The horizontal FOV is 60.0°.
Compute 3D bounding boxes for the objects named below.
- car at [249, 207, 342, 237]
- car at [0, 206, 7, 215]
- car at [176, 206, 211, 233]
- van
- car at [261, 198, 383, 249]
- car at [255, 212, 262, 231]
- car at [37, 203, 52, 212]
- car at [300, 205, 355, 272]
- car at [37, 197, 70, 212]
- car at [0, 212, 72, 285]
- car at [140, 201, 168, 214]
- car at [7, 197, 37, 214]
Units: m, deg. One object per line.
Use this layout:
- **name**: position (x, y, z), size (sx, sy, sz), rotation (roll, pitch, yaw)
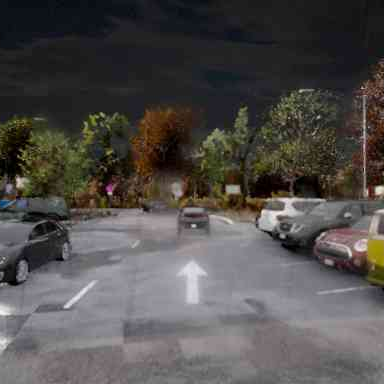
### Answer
- **car**: position (5.964, 1.631, 19.255), size (4.792, 1.488, 2.163), rotation (1, -1, -20)
- **car**: position (-10.981, 1.316, 13.445), size (5.566, 2.045, 2.435), rotation (-1, -1, -20)
- **car**: position (0.094, 1.626, 20.532), size (1.837, 1.490, 4.892), rotation (0, -1, 0)
- **van**: position (6.057, 1.306, 7.191), size (4.442, 1.987, 1.878), rotation (1, -1, -20)
- **car**: position (5.928, 1.314, 13.173), size (5.566, 2.045, 2.435), rotation (1, 0, -20)
- **car**: position (5.969, 1.333, 16.233), size (5.566, 2.045, 2.435), rotation (1, -1, -20)
- **car**: position (-10.984, 1.631, 19.369), size (4.792, 1.488, 2.163), rotation (-1, -1, -20)
- **car**: position (5.981, 1.423, 10.174), size (4.553, 1.767, 2.185), rotation (1, 0, -20)
- **car**: position (-11.025, 1.368, 22.288), size (5.566, 2.045, 2.435), rotation (-1, 0, -20)
- **car**: position (-5.106, 1.564, 9.709), size (1.837, 1.490, 4.892), rotation (0, 0, 0)
- **car**: position (-4.381, 1.719, 38.186), size (2.128, 1.511, 4.902), rotation (0, -1, -30)
- **car**: position (-10.979, 1.333, 16.404), size (5.566, 2.045, 2.435), rotation (-1, -1, -20)
